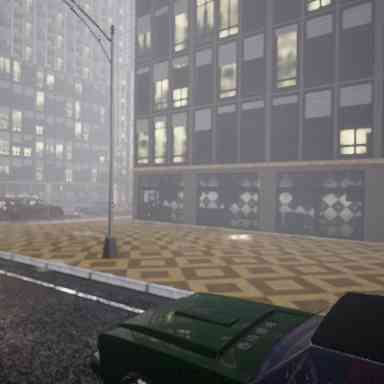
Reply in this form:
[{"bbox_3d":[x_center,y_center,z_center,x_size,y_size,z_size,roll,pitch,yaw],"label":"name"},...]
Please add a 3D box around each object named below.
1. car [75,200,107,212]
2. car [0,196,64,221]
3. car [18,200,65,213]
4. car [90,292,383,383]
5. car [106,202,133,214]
[{"bbox_3d":[-11.958,1.763,41.874,2.033,1.411,5.357,1,0,36],"label":"car"},{"bbox_3d":[-13.968,1.524,29.422,2.192,1.841,5.009,1,0,36],"label":"car"},{"bbox_3d":[-17.461,1.649,38.799,1.752,1.417,4.829,1,0,36],"label":"car"},{"bbox_3d":[1.317,1.601,2.745,4.718,1.301,1.895,0,0,35],"label":"car"},{"bbox_3d":[-7.166,1.834,38.630,1.752,1.417,4.829,1,0,36],"label":"car"}]
